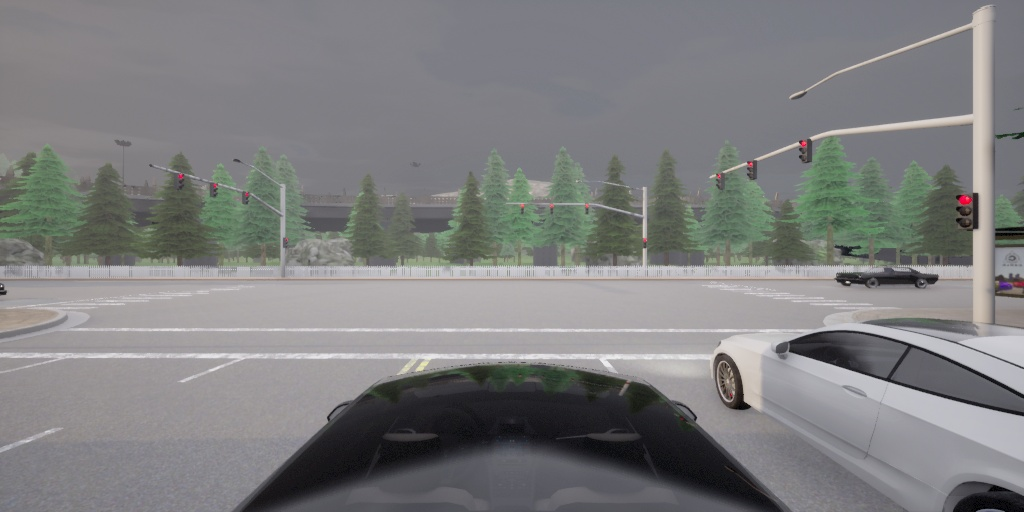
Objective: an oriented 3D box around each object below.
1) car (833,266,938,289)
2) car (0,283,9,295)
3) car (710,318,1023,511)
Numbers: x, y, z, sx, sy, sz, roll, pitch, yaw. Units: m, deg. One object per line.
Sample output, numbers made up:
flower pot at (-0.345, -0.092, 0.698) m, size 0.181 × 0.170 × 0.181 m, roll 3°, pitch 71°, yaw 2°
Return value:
car at (22.861, 1.295, 22.055) m, size 4.718 × 1.301 × 1.895 m, roll 0°, pitch 0°, yaw 0°
car at (-24.702, 1.242, 14.900) m, size 5.357 × 1.411 × 2.033 m, roll 0°, pitch 0°, yaw 0°
car at (3.656, 1.276, 3.149) m, size 1.812 × 1.442 × 4.674 m, roll 0°, pitch 0°, yaw 2°
